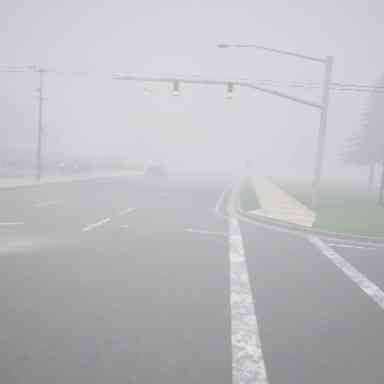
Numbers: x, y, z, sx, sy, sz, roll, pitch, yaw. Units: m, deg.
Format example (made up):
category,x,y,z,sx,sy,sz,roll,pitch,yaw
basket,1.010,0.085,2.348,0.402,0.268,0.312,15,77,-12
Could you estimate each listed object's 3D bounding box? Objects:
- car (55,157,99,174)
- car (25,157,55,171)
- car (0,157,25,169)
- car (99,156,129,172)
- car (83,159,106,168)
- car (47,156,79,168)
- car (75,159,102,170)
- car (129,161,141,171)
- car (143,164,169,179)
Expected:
category,x,y,z,sx,sy,sz,roll,pitch,yaw
car,-12.527,-2.975,36.613,2.097,1.767,4.553,5,5,8
car,-15.912,-3.113,37.647,2.033,1.411,5.357,5,5,8
car,-19.420,-3.323,37.822,1.895,1.301,4.718,5,5,8
car,-11.086,-3.854,45.771,2.150,2.045,5.566,5,5,8
car,-16.488,-4.856,56.587,1.895,1.301,4.718,5,5,8
car,-18.005,-4.181,46.809,1.882,1.535,5.008,5,5,8
car,-14.497,-3.838,46.719,1.994,1.385,4.181,5,5,8
car,-9.516,-4.430,55.959,1.882,1.535,5.008,5,5,8
car,-4.022,-2.427,38.839,1.837,1.490,4.892,5,5,8
